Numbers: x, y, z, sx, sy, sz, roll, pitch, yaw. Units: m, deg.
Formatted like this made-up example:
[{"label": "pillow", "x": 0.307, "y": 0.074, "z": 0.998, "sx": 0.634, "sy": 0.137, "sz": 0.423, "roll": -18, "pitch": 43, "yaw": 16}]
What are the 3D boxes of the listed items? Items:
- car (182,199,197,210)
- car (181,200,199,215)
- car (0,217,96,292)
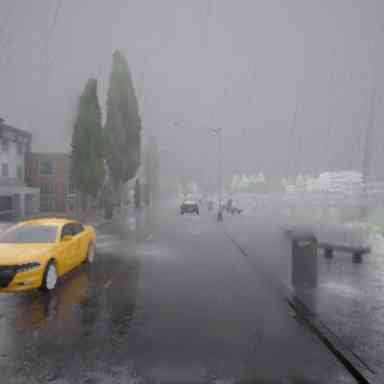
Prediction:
[{"label": "car", "x": -0.324, "y": 1.801, "z": 47.631, "sx": 1.994, "sy": 1.385, "sz": 4.181, "roll": 0, "pitch": 0, "yaw": -1}, {"label": "car", "x": -0.230, "y": 1.663, "z": 37.235, "sx": 1.882, "sy": 1.535, "sz": 5.008, "roll": 0, "pitch": 0, "yaw": 0}, {"label": "car", "x": -4.164, "y": 1.524, "z": 9.260, "sx": 1.882, "sy": 1.535, "sz": 5.008, "roll": 0, "pitch": 0, "yaw": 0}]
